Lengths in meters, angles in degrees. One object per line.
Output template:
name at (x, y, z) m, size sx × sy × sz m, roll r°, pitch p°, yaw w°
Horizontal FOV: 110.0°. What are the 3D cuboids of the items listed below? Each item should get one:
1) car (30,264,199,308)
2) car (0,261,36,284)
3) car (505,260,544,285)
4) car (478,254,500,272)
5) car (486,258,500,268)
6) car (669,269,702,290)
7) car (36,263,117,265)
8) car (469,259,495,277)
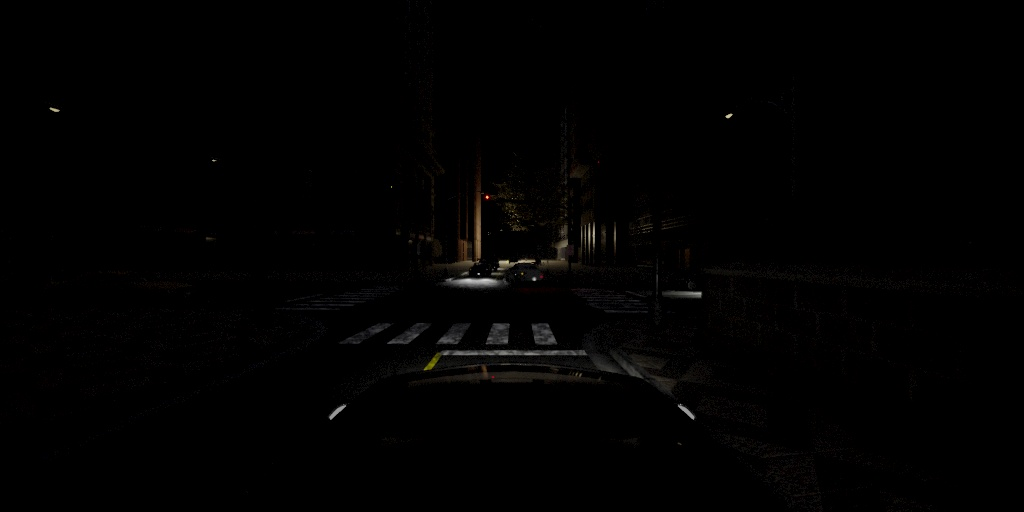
car at (-14.892, 1.146, 13.804) m, size 4.829 × 1.417 × 1.751 m, roll 0°, pitch 0°, yaw 1°
car at (-31.844, 0.973, 22.498) m, size 4.507 × 1.381 × 1.888 m, roll 0°, pitch 0°, yaw 1°
car at (0.847, 1.250, 25.521) m, size 1.812 × 1.442 × 4.674 m, roll -1°, pitch 1°, yaw -15°
car at (-2.930, 0.830, 44.177) m, size 2.150 × 2.045 × 5.566 m, roll 0°, pitch 0°, yaw -1°
car at (-2.872, 1.058, 54.340) m, size 1.812 × 1.442 × 4.674 m, roll 0°, pitch 0°, yaw 0°
car at (12.006, 1.381, 22.062) m, size 4.403 × 1.370 × 2.007 m, roll 0°, pitch 0°, yaw 1°
car at (-26.227, 1.064, 22.443) m, size 4.313 × 1.339 × 1.948 m, roll 0°, pitch 0°, yaw 1°
car at (-2.968, 1.274, 34.364) m, size 1.895 × 1.301 × 4.718 m, roll 0°, pitch 0°, yaw 0°
